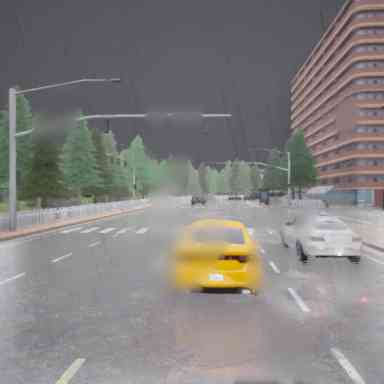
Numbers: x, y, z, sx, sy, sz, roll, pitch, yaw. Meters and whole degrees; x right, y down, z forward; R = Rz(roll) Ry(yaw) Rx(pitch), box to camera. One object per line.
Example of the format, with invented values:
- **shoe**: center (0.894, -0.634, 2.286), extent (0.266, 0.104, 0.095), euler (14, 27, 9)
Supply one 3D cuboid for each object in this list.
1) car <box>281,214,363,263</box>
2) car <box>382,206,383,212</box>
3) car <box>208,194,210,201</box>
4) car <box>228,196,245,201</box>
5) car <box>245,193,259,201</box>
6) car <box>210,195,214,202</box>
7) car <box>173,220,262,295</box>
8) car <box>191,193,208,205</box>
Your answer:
- **car**: center (4.461, 1.528, 11.927), extent (1.812, 1.442, 4.674), euler (0, 0, 5)
- **car**: center (22.419, 1.567, 34.505), extent (4.892, 1.490, 1.837), euler (0, 0, 5)
- **car**: center (2.045, 1.363, 69.439), extent (2.097, 1.767, 4.553), euler (0, 0, 5)
- **car**: center (11.306, 1.610, 87.359), extent (1.895, 1.301, 4.718), euler (0, 0, 34)
- **car**: center (15.107, 1.515, 86.811), extent (1.837, 1.490, 4.892), euler (0, 0, 34)
- **car**: center (3.815, 1.369, 79.278), extent (2.097, 1.767, 4.553), euler (0, 0, 17)
- **car**: center (0.681, 1.479, 8.845), extent (1.882, 1.535, 5.008), euler (0, 0, 5)
- **car**: center (1.142, 1.232, 59.435), extent (2.150, 2.045, 5.566), euler (0, 0, 5)
